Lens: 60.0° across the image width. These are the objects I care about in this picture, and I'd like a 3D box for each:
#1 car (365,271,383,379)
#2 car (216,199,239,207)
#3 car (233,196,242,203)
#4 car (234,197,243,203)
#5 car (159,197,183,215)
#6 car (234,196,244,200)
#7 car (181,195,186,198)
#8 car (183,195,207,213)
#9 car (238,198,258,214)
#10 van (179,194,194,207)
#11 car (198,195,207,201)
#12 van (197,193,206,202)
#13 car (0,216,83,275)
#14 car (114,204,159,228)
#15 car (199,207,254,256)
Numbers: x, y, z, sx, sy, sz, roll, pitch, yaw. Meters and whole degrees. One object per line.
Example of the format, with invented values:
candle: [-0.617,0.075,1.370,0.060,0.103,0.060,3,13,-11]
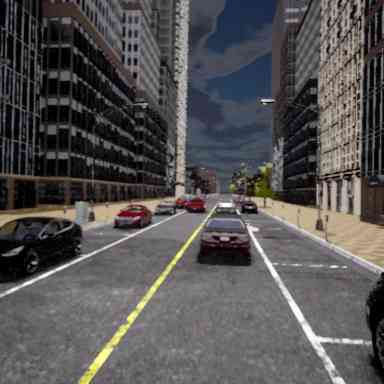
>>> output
car: [3.210,1.300,2.120,2.150,2.045,5.566,1,0,6]
car: [3.167,1.637,31.187,1.895,1.301,4.718,1,0,6]
car: [10.521,1.655,77.349,1.752,1.417,4.829,2,0,6]
car: [9.920,1.709,71.518,1.802,1.307,4.206,2,0,6]
car: [-2.487,1.455,32.753,2.008,1.369,4.403,2,0,6]
car: [8.760,1.561,60.193,1.967,1.590,4.097,2,0,6]
car: [-1.323,1.460,44.077,1.887,1.381,4.507,2,0,6]
car: [0.538,1.446,36.469,1.882,1.535,5.008,1,0,6]
car: [6.428,1.669,37.546,1.947,1.339,4.313,2,0,6]
van: [-0.735,1.261,49.740,1.690,1.788,3.998,2,0,6]
car: [2.752,1.505,83.714,1.947,1.339,4.313,2,0,6]
van: [2.176,1.278,78.051,1.690,1.788,3.998,2,0,6]
car: [-4.816,1.445,10.103,1.947,1.339,4.313,2,0,6]
car: [-3.652,1.474,21.426,1.802,1.307,4.206,2,0,6]
car: [1.331,1.565,13.255,2.033,1.411,5.357,1,0,6]
